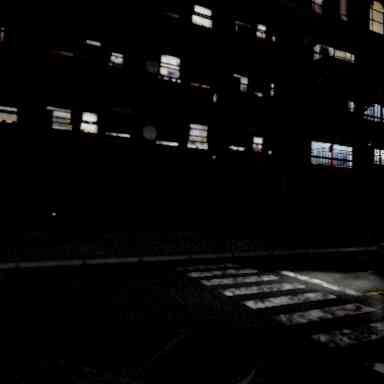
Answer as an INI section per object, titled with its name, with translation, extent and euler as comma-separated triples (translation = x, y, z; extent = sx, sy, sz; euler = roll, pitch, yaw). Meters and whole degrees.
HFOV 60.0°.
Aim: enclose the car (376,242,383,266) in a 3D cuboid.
[car]
translation = 9.055, 2.108, 12.414
extent = 4.902, 1.511, 2.128
euler = 2, -2, -25
